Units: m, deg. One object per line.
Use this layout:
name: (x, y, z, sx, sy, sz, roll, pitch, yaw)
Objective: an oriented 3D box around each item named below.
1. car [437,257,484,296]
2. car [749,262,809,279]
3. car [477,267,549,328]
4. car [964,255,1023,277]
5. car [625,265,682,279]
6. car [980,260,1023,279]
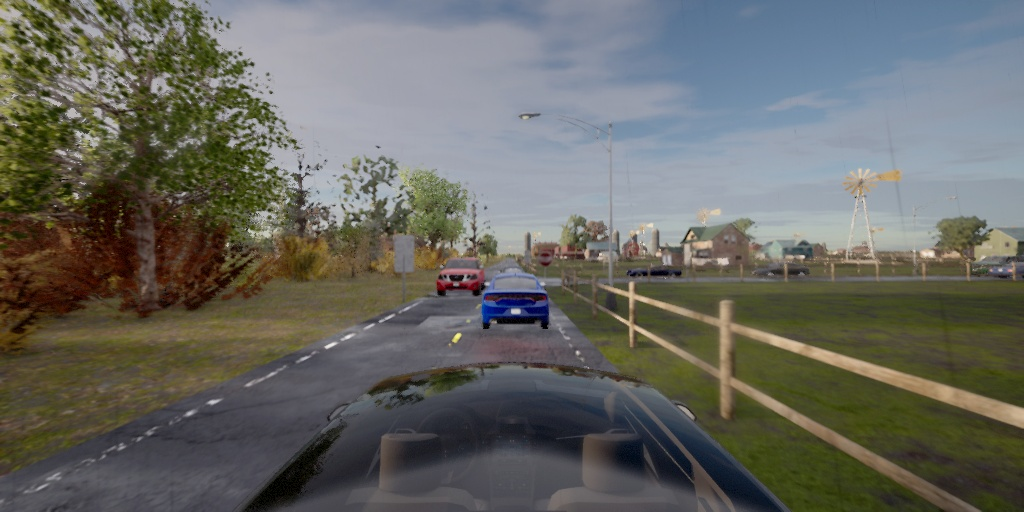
car: (-2.761, 1.083, 20.496, 2.150, 2.045, 5.566, 0, 0, 0)
car: (24.894, 1.342, 33.488, 4.892, 1.490, 1.837, 0, -1, -1)
car: (0.097, 1.288, 11.734, 1.882, 1.535, 5.008, 0, 0, 0)
car: (46.321, 0.966, 33.797, 5.566, 2.045, 2.150, 0, -1, -1)
car: (13.045, 1.486, 33.313, 4.718, 1.301, 1.895, 0, -1, 0)
car: (44.598, 1.259, 30.938, 5.357, 1.411, 2.033, 0, -1, 0)
